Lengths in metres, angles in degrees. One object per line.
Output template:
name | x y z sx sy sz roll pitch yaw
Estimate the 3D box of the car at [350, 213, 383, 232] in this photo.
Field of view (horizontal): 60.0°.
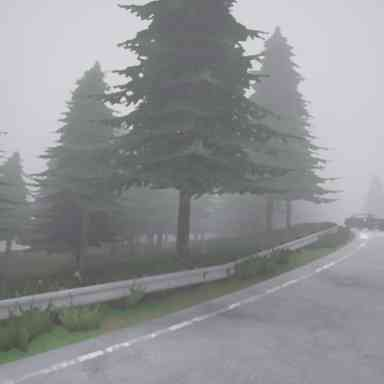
car | 12.952 2.246 24.769 1.895 1.301 4.718 3 -5 11
